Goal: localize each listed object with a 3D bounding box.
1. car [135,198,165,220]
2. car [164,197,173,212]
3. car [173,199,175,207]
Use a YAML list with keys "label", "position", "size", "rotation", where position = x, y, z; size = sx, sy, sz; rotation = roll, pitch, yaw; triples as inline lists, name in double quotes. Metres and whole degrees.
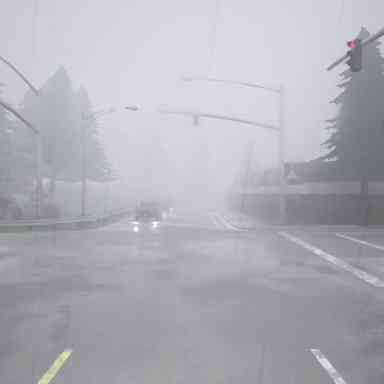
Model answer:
- label: "car"
  position: [-3.597, 1.504, 28.012]
  size: [1.837, 1.490, 4.892]
  rotation: [0, 0, 0]
- label: "car"
  position: [-3.590, 1.563, 37.926]
  size: [1.994, 1.385, 4.181]
  rotation: [0, 0, 0]
- label: "car"
  position: [-3.504, 1.503, 48.281]
  size: [1.837, 1.490, 4.892]
  rotation: [0, 0, 2]
